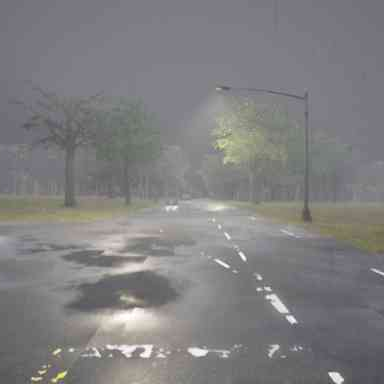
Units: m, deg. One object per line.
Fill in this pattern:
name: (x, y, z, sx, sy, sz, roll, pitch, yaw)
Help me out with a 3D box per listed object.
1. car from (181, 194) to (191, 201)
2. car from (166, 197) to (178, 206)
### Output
car: (-1.574, 1.549, 91.314, 2.150, 2.045, 5.566, 0, 0, 7)
car: (-3.470, 1.656, 57.003, 2.128, 1.511, 4.902, 0, 0, 0)
